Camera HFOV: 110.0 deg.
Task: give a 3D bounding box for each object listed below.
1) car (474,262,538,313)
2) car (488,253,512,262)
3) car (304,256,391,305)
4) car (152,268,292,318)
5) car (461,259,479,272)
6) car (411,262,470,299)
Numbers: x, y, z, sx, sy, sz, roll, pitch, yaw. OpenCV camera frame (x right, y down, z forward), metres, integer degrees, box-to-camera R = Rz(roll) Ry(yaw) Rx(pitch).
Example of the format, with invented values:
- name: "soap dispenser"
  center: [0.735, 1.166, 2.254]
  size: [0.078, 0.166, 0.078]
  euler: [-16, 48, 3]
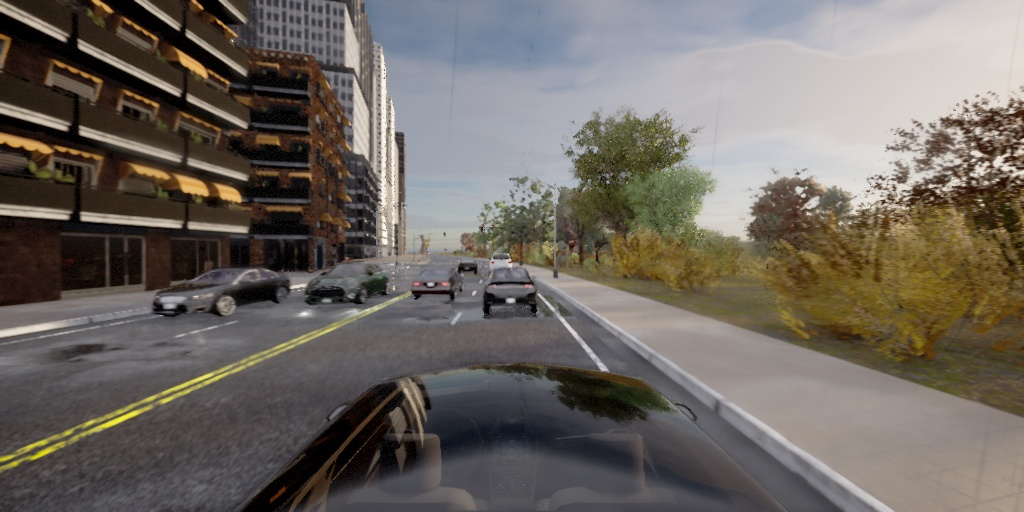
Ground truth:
- name: "car"
  center: [-0.090, 1.169, 13.646]
  size: [2.128, 1.511, 4.902]
  euler: [0, 0, -1]
- name: "car"
  center: [-1.157, 0.755, 35.965]
  size: [2.150, 2.045, 5.566]
  euler: [0, 0, -4]
- name: "car"
  center: [-6.838, 1.028, 15.371]
  size: [2.097, 1.767, 4.553]
  euler: [0, 0, -2]
- name: "car"
  center: [-10.008, 1.188, 12.880]
  size: [2.128, 1.511, 4.902]
  euler: [0, 0, -1]
- name: "car"
  center: [-4.514, 1.009, 37.209]
  size: [1.882, 1.535, 5.008]
  euler: [0, 0, -4]
- name: "car"
  center: [-3.442, 1.207, 17.339]
  size: [2.033, 1.411, 5.357]
  euler: [0, 0, -2]
